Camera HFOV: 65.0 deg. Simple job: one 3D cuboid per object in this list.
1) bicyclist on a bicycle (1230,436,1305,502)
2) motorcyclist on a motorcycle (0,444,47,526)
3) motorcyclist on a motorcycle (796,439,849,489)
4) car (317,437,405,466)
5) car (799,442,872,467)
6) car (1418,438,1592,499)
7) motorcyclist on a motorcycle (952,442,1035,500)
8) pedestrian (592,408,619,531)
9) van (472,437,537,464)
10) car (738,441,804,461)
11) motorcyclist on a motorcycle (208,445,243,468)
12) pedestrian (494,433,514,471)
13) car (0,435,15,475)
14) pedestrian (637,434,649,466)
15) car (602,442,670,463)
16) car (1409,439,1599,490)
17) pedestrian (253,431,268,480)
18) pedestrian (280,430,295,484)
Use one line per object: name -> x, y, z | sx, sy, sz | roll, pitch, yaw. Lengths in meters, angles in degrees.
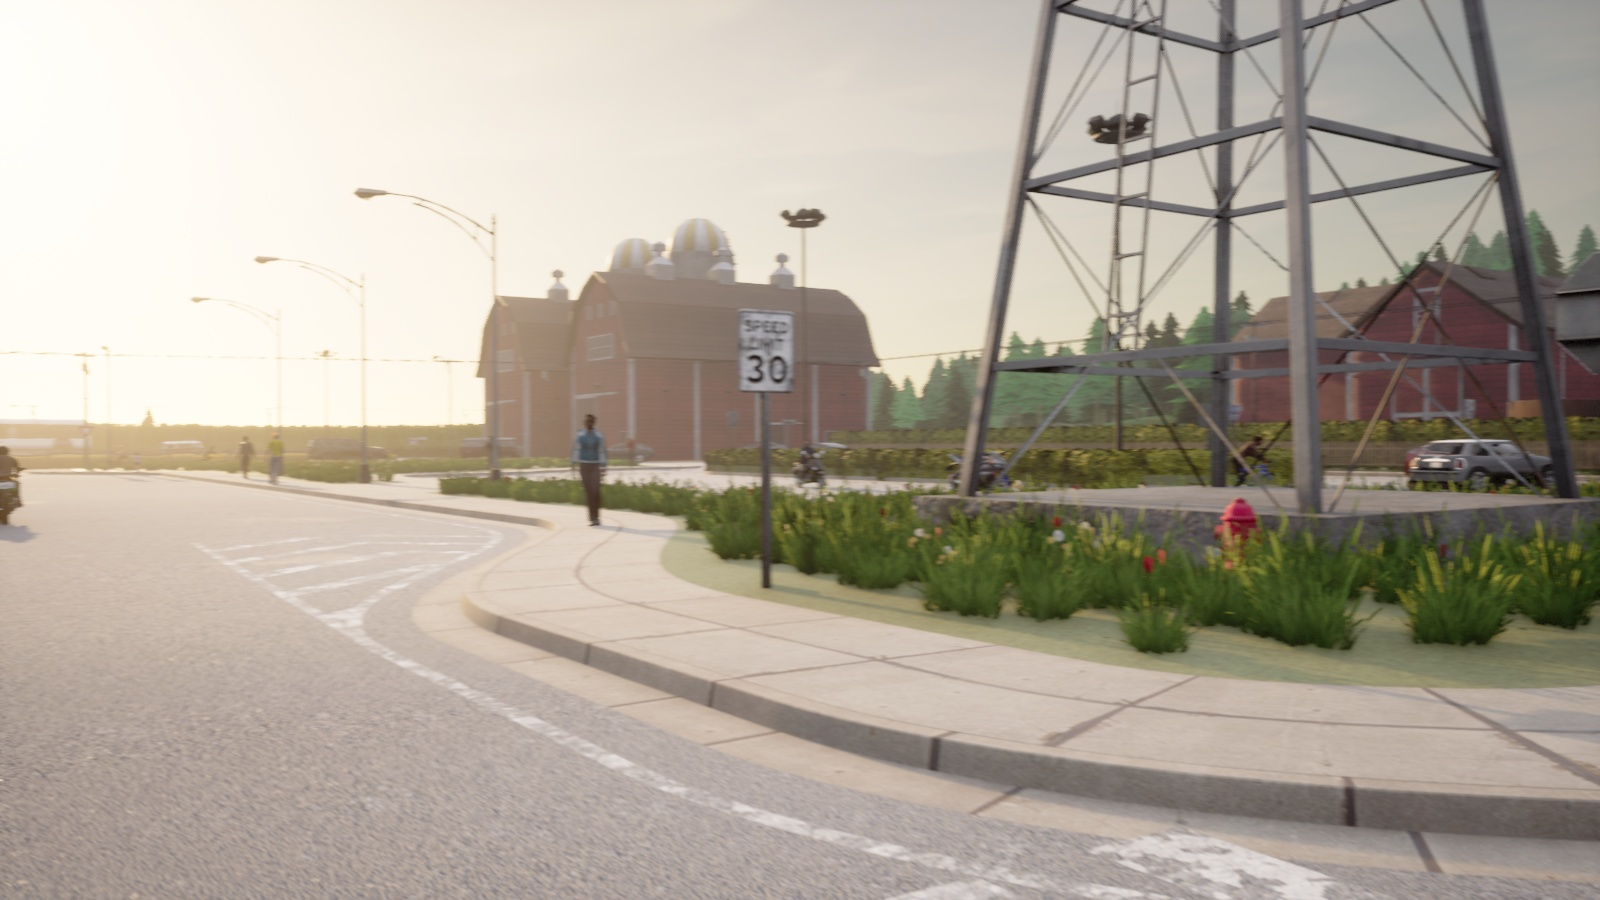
bicyclist on a bicycle -> 11.567, 0.466, 31.086 | 1.656, 1.620, 0.582 | 0, 0, 10
motorcyclist on a motorcycle -> -15.162, 0.652, 24.418 | 0.797, 1.523, 2.044 | 0, 0, -33
motorcyclist on a motorcycle -> 0.723, 0.456, 40.999 | 0.866, 1.590, 1.817 | 0, 0, -33
car -> -31.279, 0.077, 89.503 | 5.566, 2.045, 2.150 | 0, 0, -32
car -> 2.124, 0.283, 77.287 | 2.163, 1.488, 4.792 | 0, 0, -33
car -> 18.128, 0.442, 32.323 | 3.806, 1.475, 1.970 | 0, 0, -22
motorcyclist on a motorcycle -> 5.290, 0.556, 34.441 | 0.866, 1.530, 2.191 | -1, 0, -41
pedestrian -> -3.111, 0.298, 20.056 | 0.396, 1.930, 0.692 | 0, 0, -10
van -> -21.863, 0.023, 92.926 | 4.442, 1.987, 1.775 | -1, 0, -4
car -> -2.253, 0.050, 96.125 | 4.902, 1.511, 2.128 | 0, 0, -5
motorcyclist on a motorcycle -> -38.760, 0.401, 84.733 | 2.044, 1.523, 0.797 | 0, 0, -33
pedestrian -> -14.614, 0.102, 62.034 | 0.563, 1.883, 0.849 | 0, 0, 28
car -> -43.799, 0.259, 67.855 | 2.150, 2.045, 5.566 | 0, 0, -34
pedestrian -> -9.075, 0.015, 72.625 | 0.331, 1.846, 0.636 | 0, 0, 28
car -> -12.505, 0.183, 95.950 | 4.892, 1.490, 1.837 | 0, 0, 1
car -> 22.123, 0.416, 39.640 | 2.163, 1.488, 4.792 | 0, 0, -33
pedestrian -> -21.689, 0.200, 50.496 | 0.423, 1.949, 0.788 | 0, 0, -34
pedestrian -> -17.611, 0.226, 43.150 | 0.354, 1.836, 0.706 | 0, 0, -34
